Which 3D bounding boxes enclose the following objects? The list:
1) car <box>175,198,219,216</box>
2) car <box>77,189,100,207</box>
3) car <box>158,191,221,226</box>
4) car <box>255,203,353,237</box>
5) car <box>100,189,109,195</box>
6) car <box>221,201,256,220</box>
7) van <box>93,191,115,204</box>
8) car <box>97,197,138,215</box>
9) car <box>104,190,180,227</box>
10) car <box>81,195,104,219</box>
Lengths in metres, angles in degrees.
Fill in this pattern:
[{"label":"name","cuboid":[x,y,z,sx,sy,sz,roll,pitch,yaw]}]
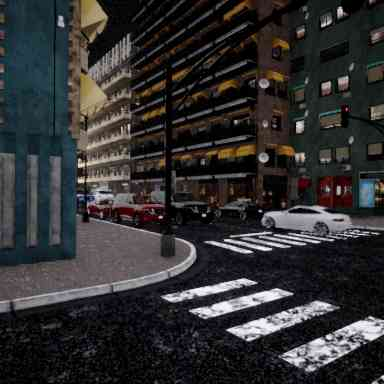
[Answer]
[{"label":"car","cuboid":[0.359,1.291,29.711,1.802,1.307,4.206,2,0,-36]},{"label":"car","cuboid":[-12.893,0.671,38.188,2.150,2.045,5.566,1,0,-35]},{"label":"car","cuboid":[-0.917,0.968,21.571,2.150,2.045,5.566,1,0,-36]},{"label":"car","cuboid":[6.000,1.418,17.697,4.674,1.442,1.812,2,2,45]},{"label":"car","cuboid":[-11.886,0.660,42.234,2.150,2.045,5.566,1,1,-36]},{"label":"car","cuboid":[3.620,1.356,25.195,1.947,1.339,4.313,2,0,-36]},{"label":"van","cuboid":[-12.679,0.729,47.778,1.690,1.788,3.998,2,0,-36]},{"label":"car","cuboid":[-6.740,1.203,29.635,1.895,1.301,4.718,1,0,-36]},{"label":"car","cuboid":[-3.190,1.035,20.322,2.192,1.841,5.009,2,0,-36]},{"label":"car","cuboid":[-6.457,1.184,24.838,1.887,1.381,4.507,2,0,-36]}]
